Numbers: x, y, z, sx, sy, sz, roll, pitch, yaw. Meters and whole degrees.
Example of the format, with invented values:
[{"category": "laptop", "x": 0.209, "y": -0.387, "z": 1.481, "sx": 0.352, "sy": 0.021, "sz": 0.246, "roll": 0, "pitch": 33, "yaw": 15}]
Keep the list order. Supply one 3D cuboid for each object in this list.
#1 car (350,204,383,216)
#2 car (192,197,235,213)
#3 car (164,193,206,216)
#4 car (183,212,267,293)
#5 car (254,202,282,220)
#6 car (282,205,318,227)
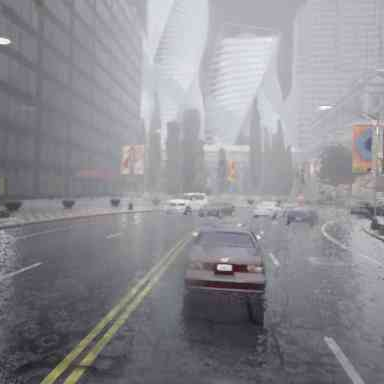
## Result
[{"category": "car", "x": 20.167, "y": 2.034, "z": 38.363, "sx": 4.181, "sy": 1.385, "sz": 1.994, "roll": 2, "pitch": 0, "yaw": -34}, {"category": "car", "x": 2.216, "y": 1.468, "z": 28.597, "sx": 1.837, "sy": 1.490, "sz": 4.892, "roll": 1, "pitch": 0, "yaw": 28}, {"category": "car", "x": -0.422, "y": 1.096, "z": 31.149, "sx": 2.150, "sy": 2.045, "sz": 5.566, "roll": 2, "pitch": 0, "yaw": 29}, {"category": "car", "x": 0.916, "y": 1.542, "z": 9.074, "sx": 2.033, "sy": 1.411, "sz": 5.357, "roll": 2, "pitch": 0, "yaw": 6}, {"category": "car", "x": 6.950, "y": 1.628, "z": 29.619, "sx": 1.812, "sy": 1.442, "sz": 4.674, "roll": 2, "pitch": 0, "yaw": 30}, {"category": "car", "x": 8.261, "y": 1.685, "z": 24.729, "sx": 1.812, "sy": 1.442, "sz": 4.674, "roll": 2, "pitch": 0, "yaw": 25}]
